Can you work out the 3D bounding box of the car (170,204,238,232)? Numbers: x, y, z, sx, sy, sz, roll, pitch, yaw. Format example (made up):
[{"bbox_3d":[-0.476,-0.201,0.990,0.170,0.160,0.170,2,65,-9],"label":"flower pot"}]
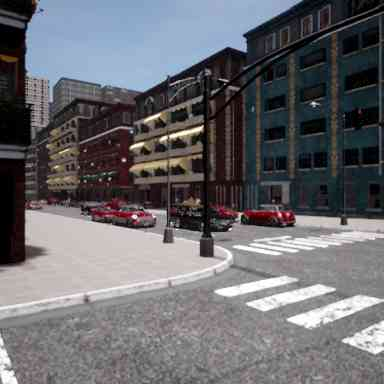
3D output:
[{"bbox_3d":[0.579,1.695,21.629,1.837,1.490,4.892,0,-1,-35],"label":"car"}]

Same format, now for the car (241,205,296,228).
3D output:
[{"bbox_3d":[5.394,1.628,24.185,1.967,1.590,4.097,-1,0,-35],"label":"car"}]

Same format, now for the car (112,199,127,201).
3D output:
[{"bbox_3d":[-10.540,1.844,46.897,2.192,1.841,5.009,-1,0,-35],"label":"car"}]

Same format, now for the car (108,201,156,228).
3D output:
[{"bbox_3d":[-4.238,1.687,24.182,1.967,1.590,4.097,-1,0,-35],"label":"car"}]

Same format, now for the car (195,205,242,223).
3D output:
[{"bbox_3d":[2.208,1.838,28.725,1.802,1.307,4.206,-1,0,-35],"label":"car"}]

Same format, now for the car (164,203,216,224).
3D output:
[{"bbox_3d":[-0.289,1.741,28.013,1.882,1.535,5.008,0,-1,-35],"label":"car"}]

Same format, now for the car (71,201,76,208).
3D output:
[{"bbox_3d":[-20.091,2.314,60.526,1.802,1.307,4.206,-1,0,-35],"label":"car"}]

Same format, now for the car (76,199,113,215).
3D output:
[{"bbox_3d":[-11.407,1.939,38.740,2.128,1.511,4.902,0,-1,-35],"label":"car"}]

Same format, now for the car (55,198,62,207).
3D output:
[{"bbox_3d":[-26.461,2.418,69.613,2.008,1.369,4.403,-1,0,-35],"label":"car"}]

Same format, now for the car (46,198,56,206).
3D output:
[{"bbox_3d":[-32.835,2.316,78.701,2.192,1.841,5.009,-1,0,-35],"label":"car"}]

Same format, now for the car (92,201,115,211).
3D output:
[{"bbox_3d":[-13.721,2.148,51.439,2.008,1.369,4.403,-1,0,-35],"label":"car"}]

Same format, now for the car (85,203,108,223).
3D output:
[{"bbox_3d":[-7.421,1.898,28.725,1.802,1.307,4.206,-1,0,-35],"label":"car"}]

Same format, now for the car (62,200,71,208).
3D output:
[{"bbox_3d":[-23.276,2.366,65.070,1.947,1.339,4.313,-1,0,-35],"label":"car"}]

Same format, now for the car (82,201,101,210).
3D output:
[{"bbox_3d":[-16.906,2.247,55.983,1.802,1.307,4.206,-1,0,-35],"label":"car"}]

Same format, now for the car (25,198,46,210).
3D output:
[{"bbox_3d":[-26.533,2.164,55.986,1.967,1.590,4.097,-1,0,-35],"label":"car"}]
